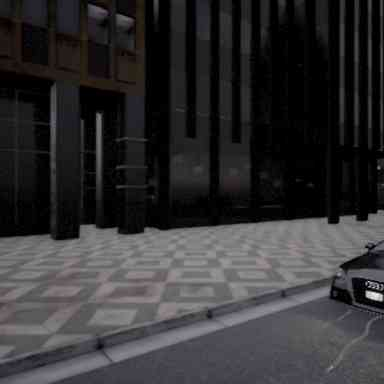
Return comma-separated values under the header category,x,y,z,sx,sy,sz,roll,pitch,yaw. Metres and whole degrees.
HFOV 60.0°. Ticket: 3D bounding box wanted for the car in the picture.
category,x,y,z,sx,sy,sz,roll,pitch,yaw
car,4.664,1.552,6.706,4.181,1.385,1.994,0,0,-35
